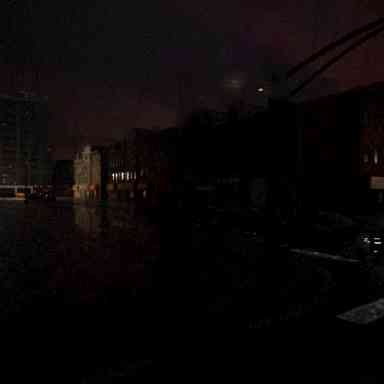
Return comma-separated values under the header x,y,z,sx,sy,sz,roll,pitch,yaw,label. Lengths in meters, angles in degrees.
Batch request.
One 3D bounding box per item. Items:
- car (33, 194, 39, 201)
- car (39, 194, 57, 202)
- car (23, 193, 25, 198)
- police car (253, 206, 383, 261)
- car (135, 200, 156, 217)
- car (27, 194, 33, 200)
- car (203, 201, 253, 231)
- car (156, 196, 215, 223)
x,y,z,sx,sy,sz,roll,pitch,yaw,label
-28.670,0.995,63.920,1.967,1.590,4.097,0,0,-36,car
-25.605,1.112,59.640,1.752,1.417,4.829,0,0,-36,car
-34.999,1.043,72.755,2.008,1.369,4.403,0,0,-36,car
4.966,1.377,12.422,1.930,1.638,5.238,0,0,-36,police car
-3.358,1.373,28.580,1.887,1.381,4.507,1,0,-36,car
-31.835,1.068,68.338,1.887,1.381,4.507,0,0,-36,car
2.970,1.448,19.745,1.887,1.381,4.507,1,0,-36,car
-0.191,1.180,24.162,2.192,1.841,5.009,1,0,-36,car
